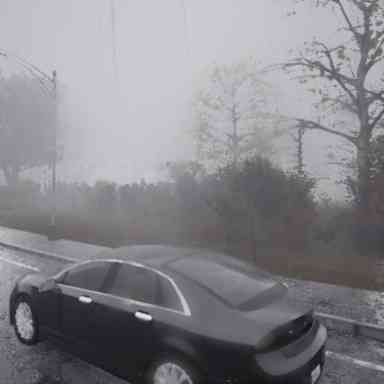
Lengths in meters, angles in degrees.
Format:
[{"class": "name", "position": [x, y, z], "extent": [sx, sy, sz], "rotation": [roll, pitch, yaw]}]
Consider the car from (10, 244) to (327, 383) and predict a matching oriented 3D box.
[{"class": "car", "position": [-0.731, 1.513, 4.695], "extent": [4.892, 1.490, 1.837], "rotation": [0, 0, 37]}]
